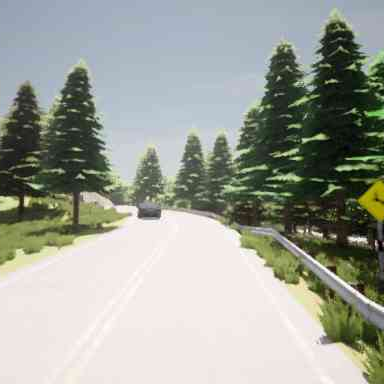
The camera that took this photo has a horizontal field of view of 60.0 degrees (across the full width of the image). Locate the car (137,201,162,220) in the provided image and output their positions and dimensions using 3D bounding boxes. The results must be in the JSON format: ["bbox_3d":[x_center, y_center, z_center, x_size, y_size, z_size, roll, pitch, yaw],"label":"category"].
[{"bbox_3d":[-3.828,1.556,29.600,1.882,1.535,5.008,1,0,-11],"label":"car"}]
